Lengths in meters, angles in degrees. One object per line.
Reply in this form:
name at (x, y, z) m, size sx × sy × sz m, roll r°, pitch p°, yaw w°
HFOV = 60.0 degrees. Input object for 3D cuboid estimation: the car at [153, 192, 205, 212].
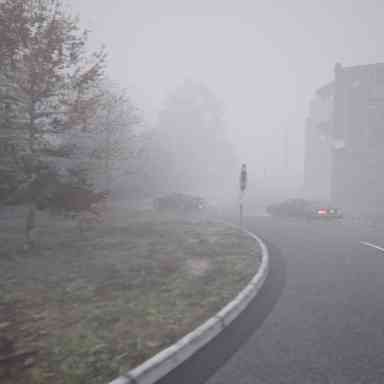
car at (-1.113, 0.738, 26.453) m, size 4.892 × 1.490 × 1.837 m, roll 3°, pitch 2°, yaw 44°

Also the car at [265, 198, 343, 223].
car at (6.922, 1.088, 21.144) m, size 2.033 × 1.411 × 5.357 m, roll 1°, pitch 2°, yaw -24°

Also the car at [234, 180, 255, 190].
car at (7.946, -1.102, 50.249) m, size 2.033 × 1.411 × 5.357 m, roll 2°, pitch 7°, yaw 26°
